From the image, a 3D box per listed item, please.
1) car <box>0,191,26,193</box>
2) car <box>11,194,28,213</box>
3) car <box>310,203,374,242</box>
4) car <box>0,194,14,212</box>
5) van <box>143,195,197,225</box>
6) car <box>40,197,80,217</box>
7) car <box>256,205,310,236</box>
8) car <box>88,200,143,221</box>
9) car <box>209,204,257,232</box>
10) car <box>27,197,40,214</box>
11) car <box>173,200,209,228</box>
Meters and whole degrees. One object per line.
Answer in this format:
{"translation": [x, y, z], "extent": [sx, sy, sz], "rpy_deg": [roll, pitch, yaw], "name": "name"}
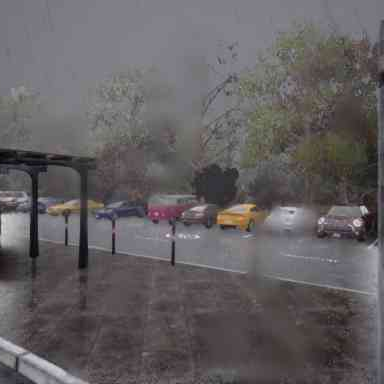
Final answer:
{"translation": [-21.536, 0.950, 37.896], "extent": [2.435, 2.045, 5.566], "rpy_deg": [1, 0, 35], "name": "car"}
{"translation": [-14.722, 1.277, 33.113], "extent": [2.231, 1.521, 4.892], "rpy_deg": [1, 0, 35], "name": "car"}
{"translation": [7.943, 1.402, 17.092], "extent": [2.185, 1.767, 4.553], "rpy_deg": [1, 0, 35], "name": "car"}
{"translation": [-16.988, 1.251, 34.717], "extent": [2.097, 1.535, 5.008], "rpy_deg": [1, 0, 35], "name": "car"}
{"translation": [-1.068, 1.199, 23.578], "extent": [1.878, 1.987, 4.442], "rpy_deg": [1, 0, 35], "name": "van"}
{"translation": [-10.304, 1.322, 29.749], "extent": [1.946, 1.575, 5.366], "rpy_deg": [1, 0, 35], "name": "car"}
{"translation": [5.657, 1.541, 18.669], "extent": [2.002, 1.452, 4.674], "rpy_deg": [1, 0, 35], "name": "car"}
{"translation": [-5.683, 1.405, 26.668], "extent": [2.163, 1.488, 4.792], "rpy_deg": [1, 0, 35], "name": "car"}
{"translation": [3.391, 1.476, 20.271], "extent": [2.097, 1.535, 5.008], "rpy_deg": [1, 0, 35], "name": "car"}
{"translation": [-12.445, 1.330, 31.528], "extent": [2.163, 1.488, 4.792], "rpy_deg": [1, 0, 35], "name": "car"}
{"translation": [1.125, 1.490, 21.878], "extent": [2.002, 1.452, 4.674], "rpy_deg": [1, 0, 35], "name": "car"}
